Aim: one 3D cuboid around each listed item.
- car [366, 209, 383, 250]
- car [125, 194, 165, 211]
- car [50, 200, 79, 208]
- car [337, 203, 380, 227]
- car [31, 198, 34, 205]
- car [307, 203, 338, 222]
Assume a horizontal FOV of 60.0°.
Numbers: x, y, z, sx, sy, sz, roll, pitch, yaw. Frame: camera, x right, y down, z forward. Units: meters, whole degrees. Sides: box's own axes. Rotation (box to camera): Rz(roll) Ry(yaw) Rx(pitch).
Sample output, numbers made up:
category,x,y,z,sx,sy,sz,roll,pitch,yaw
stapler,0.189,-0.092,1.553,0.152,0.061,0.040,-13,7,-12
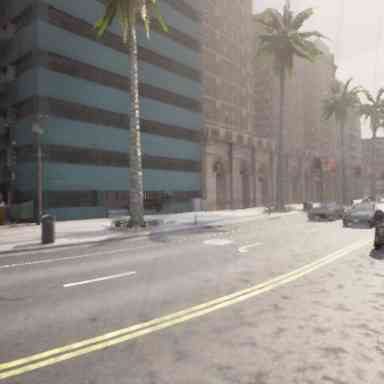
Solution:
category,x,y,z,sx,sy,sz,roll,pitch,yaw
car,8.680,1.518,13.321,1.812,1.442,4.674,-1,0,41
car,-5.506,1.243,40.555,2.435,2.045,5.566,-1,0,40
car,-20.202,1.836,51.813,1.895,1.301,4.718,-1,0,40
car,11.681,1.533,22.474,1.812,1.442,4.674,-1,0,40
car,-28.818,1.885,59.592,2.161,1.482,4.786,-1,0,40
car,11.245,1.579,27.356,2.033,1.411,5.357,-1,0,40
